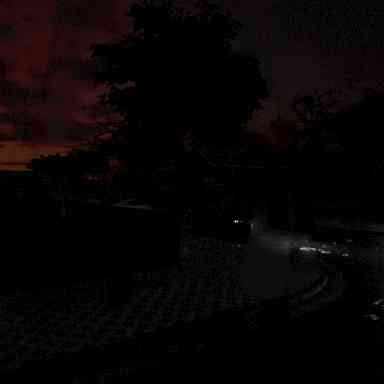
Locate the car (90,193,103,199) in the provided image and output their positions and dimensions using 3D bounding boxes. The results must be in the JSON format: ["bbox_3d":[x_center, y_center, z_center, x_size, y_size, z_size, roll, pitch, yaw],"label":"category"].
[{"bbox_3d":[-25.860,0.950,89.982,2.097,1.767,4.553,-1,0,5],"label":"car"}]

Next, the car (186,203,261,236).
[{"bbox_3d":[1.538,1.366,17.984,2.128,1.511,4.902,-1,1,-35],"label":"car"}]

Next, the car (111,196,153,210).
[{"bbox_3d":[-4.844,1.324,27.188,1.812,1.442,4.674,-1,1,-35],"label":"car"}]

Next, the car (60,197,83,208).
[{"bbox_3d":[-15.484,1.277,42.717,1.895,1.301,4.718,-1,1,-33],"label":"car"}]
